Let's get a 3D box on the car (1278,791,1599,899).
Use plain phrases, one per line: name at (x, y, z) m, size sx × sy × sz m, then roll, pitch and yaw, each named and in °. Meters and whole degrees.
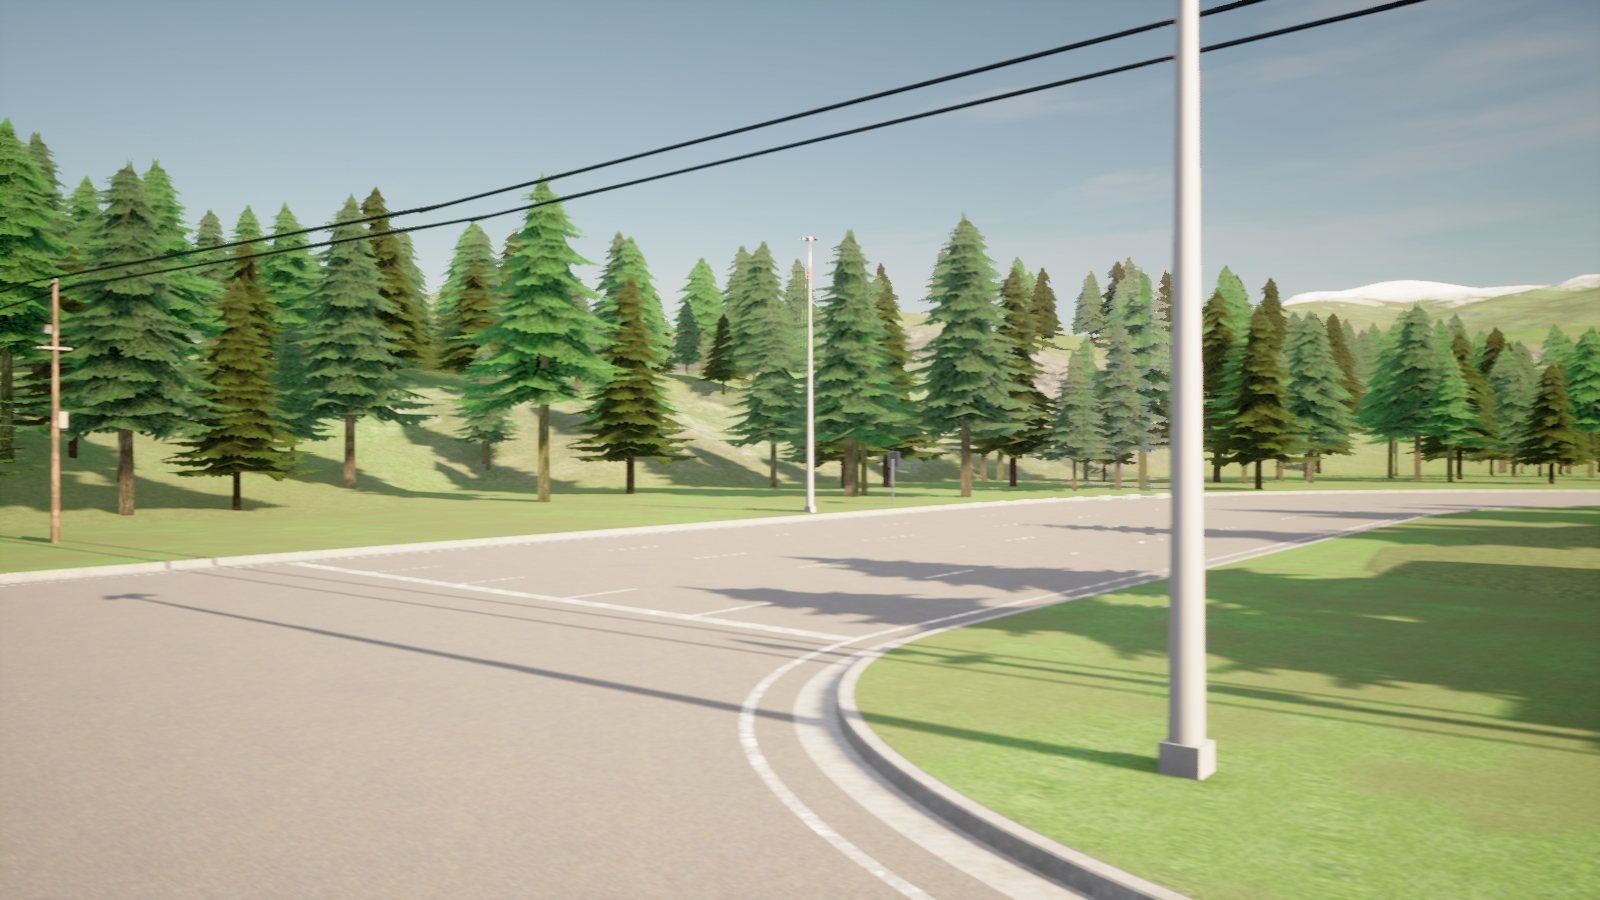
car at (3.406, 1.981, 1.482) m, size 5.238 × 1.638 × 2.097 m, roll 0°, pitch 0°, yaw 37°
